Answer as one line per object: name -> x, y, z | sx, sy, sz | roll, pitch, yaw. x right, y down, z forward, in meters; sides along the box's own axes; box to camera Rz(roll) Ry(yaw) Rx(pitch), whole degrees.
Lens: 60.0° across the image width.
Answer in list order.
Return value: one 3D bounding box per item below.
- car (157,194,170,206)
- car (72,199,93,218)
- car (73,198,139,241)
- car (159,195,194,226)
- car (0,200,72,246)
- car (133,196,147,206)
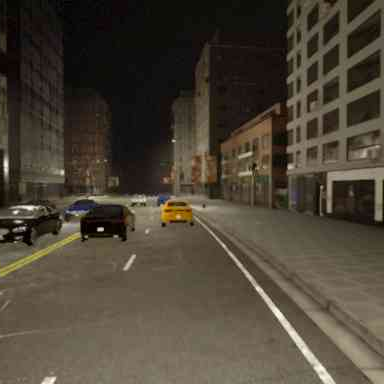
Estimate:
car -> -3.601, 0.983, 43.775 | 1.882, 1.535, 5.008 | 0, 1, -7
car -> -7.854, 1.258, 24.356 | 1.812, 1.442, 4.674 | 0, 1, -6
car -> -3.792, 1.299, 15.633 | 1.882, 1.535, 5.008 | 0, 1, -4
car -> -1.000, 1.227, 21.433 | 1.882, 1.535, 5.008 | 0, 1, -5
car -> -7.168, 1.333, 14.449 | 2.128, 1.511, 4.902 | 0, 1, -4
car -> -6.754, 1.125, 42.815 | 1.895, 1.301, 4.718 | 0, 1, -7
